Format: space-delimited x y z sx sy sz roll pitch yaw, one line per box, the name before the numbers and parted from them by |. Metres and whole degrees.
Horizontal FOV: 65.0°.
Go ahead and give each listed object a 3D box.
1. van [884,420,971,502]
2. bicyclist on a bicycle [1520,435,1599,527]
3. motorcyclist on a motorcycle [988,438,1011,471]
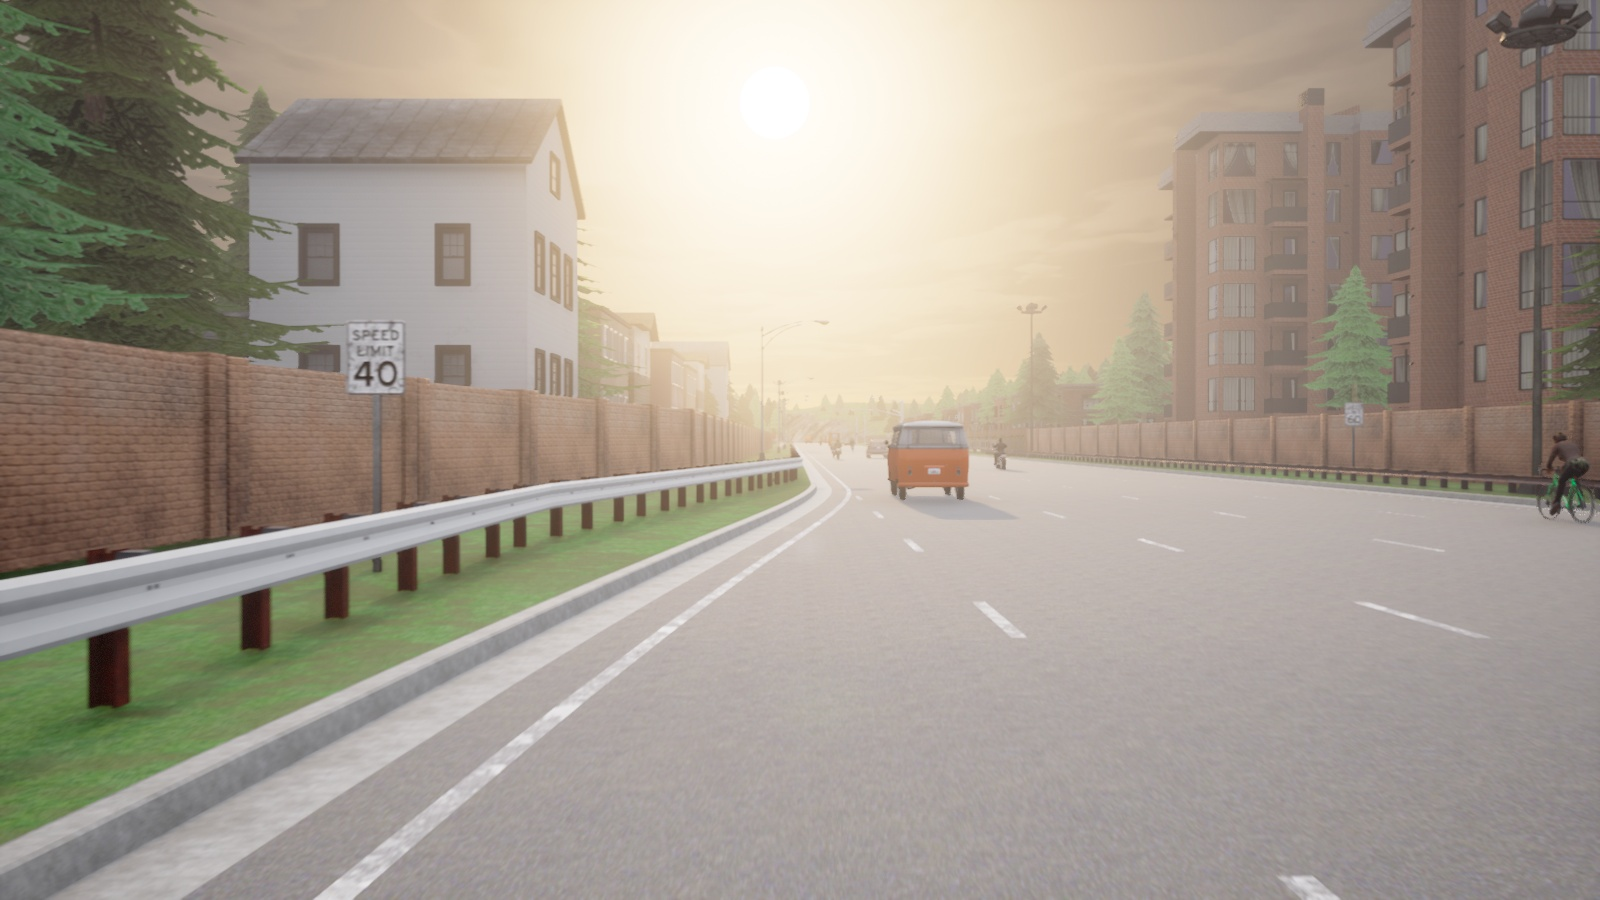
van | 3.251 0.254 32.797 1.775 1.987 4.442 0 0 0
bicyclist on a bicycle | 13.816 0.541 22.768 0.582 1.620 1.656 0 0 0
motorcyclist on a motorcycle | 10.051 0.227 63.362 0.766 1.649 2.350 0 0 0
